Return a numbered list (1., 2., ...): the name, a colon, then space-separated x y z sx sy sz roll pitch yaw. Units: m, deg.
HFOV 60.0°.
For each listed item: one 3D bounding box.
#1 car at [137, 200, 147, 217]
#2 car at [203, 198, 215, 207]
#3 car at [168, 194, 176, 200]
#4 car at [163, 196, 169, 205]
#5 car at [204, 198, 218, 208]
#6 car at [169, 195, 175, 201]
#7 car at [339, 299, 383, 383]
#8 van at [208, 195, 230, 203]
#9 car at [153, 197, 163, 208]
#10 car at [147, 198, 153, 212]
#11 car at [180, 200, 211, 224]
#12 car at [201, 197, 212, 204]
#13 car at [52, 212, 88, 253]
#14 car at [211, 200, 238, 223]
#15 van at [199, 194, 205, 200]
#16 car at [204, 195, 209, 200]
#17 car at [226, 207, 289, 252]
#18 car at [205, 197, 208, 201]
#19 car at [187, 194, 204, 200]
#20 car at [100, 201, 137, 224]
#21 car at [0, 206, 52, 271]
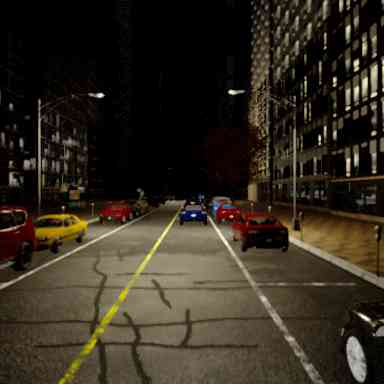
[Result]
1. car: -5.682 1.581 30.846 1.947 1.339 4.313 0 0 0
2. car: 2.706 1.604 53.514 1.802 1.307 4.206 0 0 0
3. car: -5.662 1.469 93.195 1.967 1.590 4.097 0 0 0
4. car: -5.673 1.606 59.186 1.802 1.307 4.206 0 0 0
5. car: 2.704 1.545 48.016 1.752 1.417 4.829 0 0 0
6. car: -5.666 1.595 81.858 1.947 1.339 4.313 0 0 0
7. car: 2.689 1.552 2.503 2.008 1.369 4.403 0 0 0
8. van: 2.698 1.355 30.842 1.690 1.788 3.998 0 0 0
9. car: -5.676 1.587 47.850 1.947 1.339 4.313 0 0 0
10. car: -5.680 1.542 36.344 1.752 1.417 4.829 0 0 0
11. car: 0.108 1.575 24.800 1.994 1.385 4.181 0 0 0
12. car: 2.710 1.590 64.851 1.947 1.339 4.313 0 0 0
13. car: -5.688 1.533 13.672 1.752 1.417 4.829 0 0 0
14. car: 2.696 1.556 25.174 1.887 1.381 4.507 0 0 0
15. van: 2.718 1.369 93.191 1.690 1.788 3.998 0 0 0
16. car: 2.702 1.333 42.178 2.192 1.841 5.009 0 0 0
17. car: 2.693 1.551 13.839 1.887 1.381 4.507 0 0 0
18. car: 2.701 1.567 36.510 2.008 1.369 4.403 0 0 0
19. car: 0.114 1.370 41.419 2.097 1.767 4.553 0 0 0
20. car: -5.684 1.557 25.179 1.887 1.381 4.507 0 0 0
21. car: -5.690 1.320 8.174 2.192 1.841 5.009 0 0 0
